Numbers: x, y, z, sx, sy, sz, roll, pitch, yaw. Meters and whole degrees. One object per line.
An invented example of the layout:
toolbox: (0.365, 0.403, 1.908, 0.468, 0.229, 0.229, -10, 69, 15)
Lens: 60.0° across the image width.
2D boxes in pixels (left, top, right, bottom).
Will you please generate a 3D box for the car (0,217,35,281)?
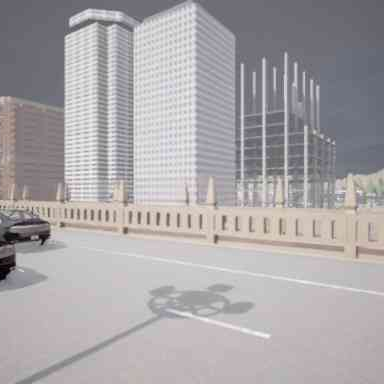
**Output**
car: (-6.463, 1.492, 8.586, 4.902, 1.511, 2.128, 0, 0, 35)

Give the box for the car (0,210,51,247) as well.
car: (-7.889, 1.492, 13.865, 4.902, 1.511, 2.128, 0, 0, 35)
